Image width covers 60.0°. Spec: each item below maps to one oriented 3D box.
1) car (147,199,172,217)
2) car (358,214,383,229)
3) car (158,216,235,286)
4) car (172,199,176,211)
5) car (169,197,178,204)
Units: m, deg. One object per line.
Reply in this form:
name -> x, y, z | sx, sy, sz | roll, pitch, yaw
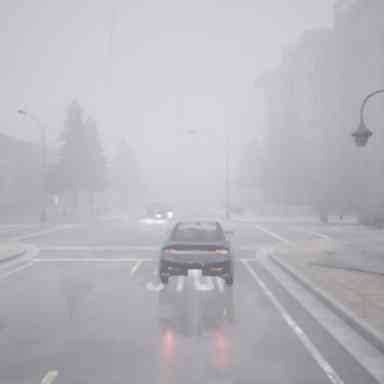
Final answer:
car -> -3.583, 1.790, 35.166 | 2.128, 1.511, 4.902 | 0, 0, 0
car -> 13.733, 1.774, 22.166 | 4.718, 1.301, 1.895 | 0, 0, 1
car -> 0.213, 1.576, 9.731 | 2.128, 1.511, 4.902 | 0, 0, 4
car -> -3.577, 1.988, 45.560 | 1.895, 1.301, 4.718 | 0, -1, 0
car -> -3.481, 1.694, 60.847 | 1.812, 1.442, 4.674 | 0, 0, 0
